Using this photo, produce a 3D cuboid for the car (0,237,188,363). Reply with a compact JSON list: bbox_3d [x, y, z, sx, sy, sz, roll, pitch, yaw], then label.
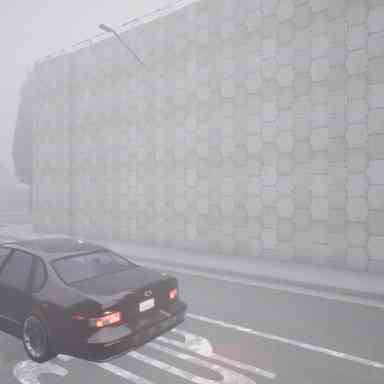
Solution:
[{"bbox_3d":[-2.648,1.547,5.865,5.357,1.411,2.033,0,0,35],"label":"car"}]
